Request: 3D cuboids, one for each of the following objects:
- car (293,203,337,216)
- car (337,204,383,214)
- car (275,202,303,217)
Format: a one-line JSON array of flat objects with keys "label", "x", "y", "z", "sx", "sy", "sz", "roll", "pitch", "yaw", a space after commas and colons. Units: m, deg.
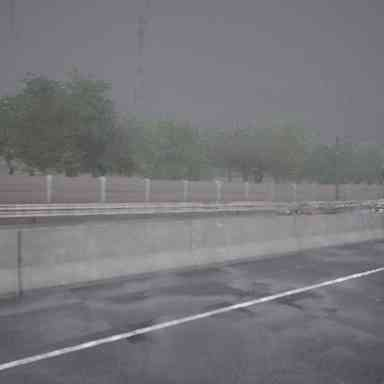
[{"label": "car", "x": 11.433, "y": 1.868, "z": 29.345, "sx": 4.718, "sy": 1.301, "sz": 1.895, "roll": 1, "pitch": 0, "yaw": -35}, {"label": "car", "x": 14.401, "y": 1.770, "z": 27.162, "sx": 4.902, "sy": 1.511, "sz": 2.128, "roll": 1, "pitch": 0, "yaw": -35}, {"label": "car", "x": 10.302, "y": 1.783, "z": 32.835, "sx": 4.892, "sy": 1.490, "sz": 1.837, "roll": 1, "pitch": -1, "yaw": -35}]
